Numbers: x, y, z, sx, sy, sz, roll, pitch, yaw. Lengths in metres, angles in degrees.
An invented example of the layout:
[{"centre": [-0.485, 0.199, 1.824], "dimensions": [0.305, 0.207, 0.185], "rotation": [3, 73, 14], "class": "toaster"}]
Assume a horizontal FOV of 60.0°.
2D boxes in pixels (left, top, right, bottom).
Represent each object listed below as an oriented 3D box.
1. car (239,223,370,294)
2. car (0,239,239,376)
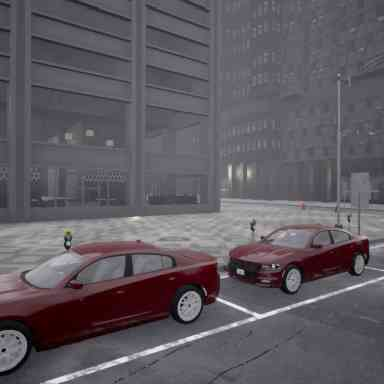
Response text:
[{"centre": [2.914, 1.546, 8.772], "dimensions": [4.507, 1.381, 1.887], "rotation": [0, 0, -36], "class": "car"}, {"centre": [-1.573, 1.545, 5.548], "dimensions": [4.507, 1.381, 1.887], "rotation": [0, 0, -36], "class": "car"}]
